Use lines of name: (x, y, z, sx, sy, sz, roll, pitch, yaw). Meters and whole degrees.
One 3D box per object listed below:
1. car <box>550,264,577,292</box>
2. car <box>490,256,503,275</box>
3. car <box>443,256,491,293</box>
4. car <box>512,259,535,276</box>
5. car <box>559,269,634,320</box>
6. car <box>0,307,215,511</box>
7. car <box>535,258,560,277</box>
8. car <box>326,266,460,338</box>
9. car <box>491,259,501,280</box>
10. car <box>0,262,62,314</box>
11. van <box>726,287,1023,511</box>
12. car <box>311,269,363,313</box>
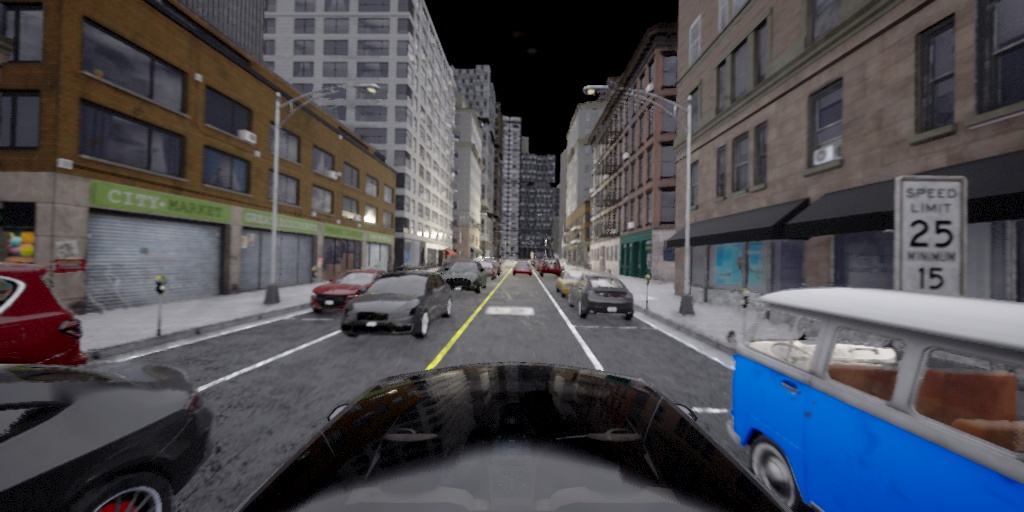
car: (3.199, 1.326, 18.649, 1.751, 1.417, 4.829, 0, 0, 2)
car: (-2.061, 1.035, 35.268, 2.097, 1.767, 4.553, 1, 0, 2)
car: (-2.599, 1.031, 20.072, 2.097, 1.767, 4.553, 1, 0, 2)
car: (1.093, 1.300, 37.444, 1.994, 1.385, 4.181, 1, 0, 3)
car: (3.030, 1.354, 12.872, 2.007, 1.370, 4.403, 0, 0, 2)
car: (-3.197, 1.211, 0.789, 1.812, 1.442, 4.674, 1, 0, 3)
car: (3.687, 1.107, 35.300, 2.192, 1.841, 5.009, 0, 0, 2)
car: (-2.905, 1.188, 10.020, 1.837, 1.490, 4.892, 1, 0, 2)
car: (-2.266, 1.200, 30.209, 1.812, 1.442, 4.674, 1, 0, 2)
car: (-5.819, 0.944, 1.908, 2.192, 1.841, 5.009, 0, 0, 2)
van: (2.701, 1.148, 1.659, 1.690, 1.789, 3.998, 0, 0, 2)
car: (-5.490, 1.171, 13.122, 1.888, 1.381, 4.507, 0, 0, 2)
